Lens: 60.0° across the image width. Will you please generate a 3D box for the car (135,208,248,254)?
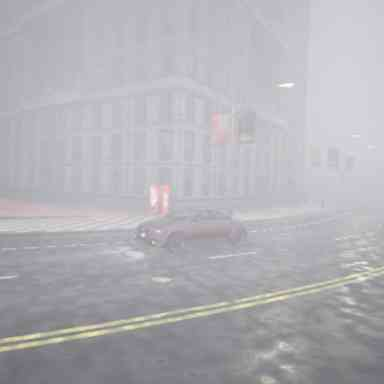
[{"bbox_3d":[0.052,1.289,12.215,4.181,1.385,1.994,1,1,-33],"label":"car"}]
